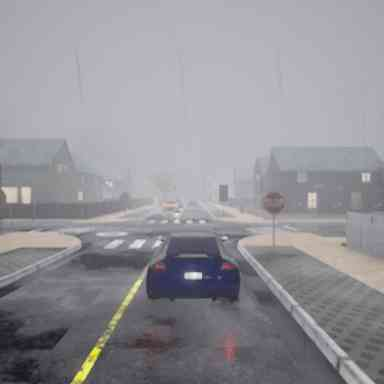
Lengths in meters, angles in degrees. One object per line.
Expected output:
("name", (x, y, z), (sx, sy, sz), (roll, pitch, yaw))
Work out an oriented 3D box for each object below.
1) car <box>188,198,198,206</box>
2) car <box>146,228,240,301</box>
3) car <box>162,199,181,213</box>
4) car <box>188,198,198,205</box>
("car", (0.227, 2.119, 65.058), (1.994, 1.385, 4.181), (0, -1, 1))
("car", (0.019, 1.613, 8.487), (1.994, 1.385, 4.181), (0, 0, 0))
("car", (-2.732, 1.787, 42.259), (1.882, 1.535, 5.008), (0, 0, 0))
("car", (0.197, 2.055, 75.039), (2.033, 1.411, 5.357), (0, -1, 0))
